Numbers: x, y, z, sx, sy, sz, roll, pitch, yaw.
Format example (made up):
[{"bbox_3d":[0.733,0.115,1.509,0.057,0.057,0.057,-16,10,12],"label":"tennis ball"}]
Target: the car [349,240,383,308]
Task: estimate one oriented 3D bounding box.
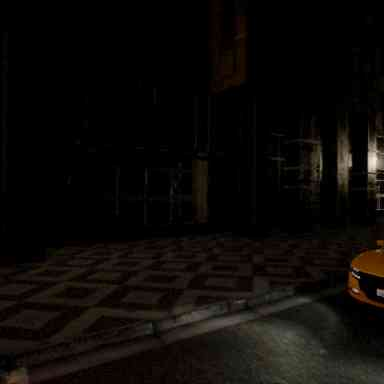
[{"bbox_3d":[5.358,1.487,7.128,5.008,1.535,1.882,0,0,-35],"label":"car"}]
